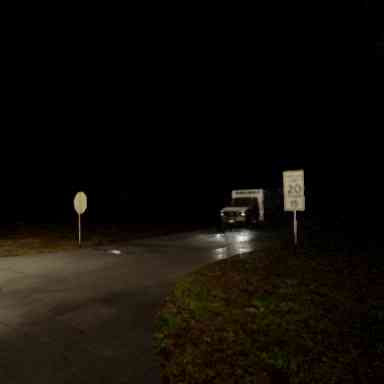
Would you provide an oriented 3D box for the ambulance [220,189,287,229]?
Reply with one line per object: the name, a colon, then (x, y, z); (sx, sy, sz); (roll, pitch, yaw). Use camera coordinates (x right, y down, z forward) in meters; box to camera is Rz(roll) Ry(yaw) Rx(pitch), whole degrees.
ambulance: (4.236, 1.067, 22.666); (2.351, 2.431, 6.366); (-3, -2, 36)
